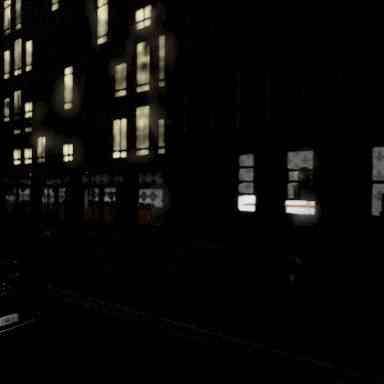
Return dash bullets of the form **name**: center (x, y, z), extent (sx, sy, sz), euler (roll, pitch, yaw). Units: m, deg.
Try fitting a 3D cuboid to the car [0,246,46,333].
- **car**: center (-4.383, 1.592, 5.984), extent (4.403, 1.369, 2.008), euler (0, 1, 36)
